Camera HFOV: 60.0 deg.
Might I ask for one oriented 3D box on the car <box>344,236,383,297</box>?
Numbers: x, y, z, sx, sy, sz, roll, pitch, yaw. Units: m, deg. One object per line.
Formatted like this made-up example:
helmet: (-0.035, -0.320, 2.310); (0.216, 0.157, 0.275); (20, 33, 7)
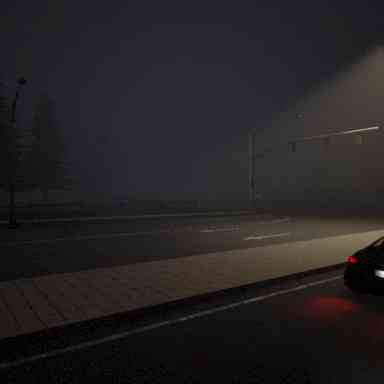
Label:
car: (5.356, 1.564, 7.597); (4.181, 1.385, 1.994); (0, 0, -35)
